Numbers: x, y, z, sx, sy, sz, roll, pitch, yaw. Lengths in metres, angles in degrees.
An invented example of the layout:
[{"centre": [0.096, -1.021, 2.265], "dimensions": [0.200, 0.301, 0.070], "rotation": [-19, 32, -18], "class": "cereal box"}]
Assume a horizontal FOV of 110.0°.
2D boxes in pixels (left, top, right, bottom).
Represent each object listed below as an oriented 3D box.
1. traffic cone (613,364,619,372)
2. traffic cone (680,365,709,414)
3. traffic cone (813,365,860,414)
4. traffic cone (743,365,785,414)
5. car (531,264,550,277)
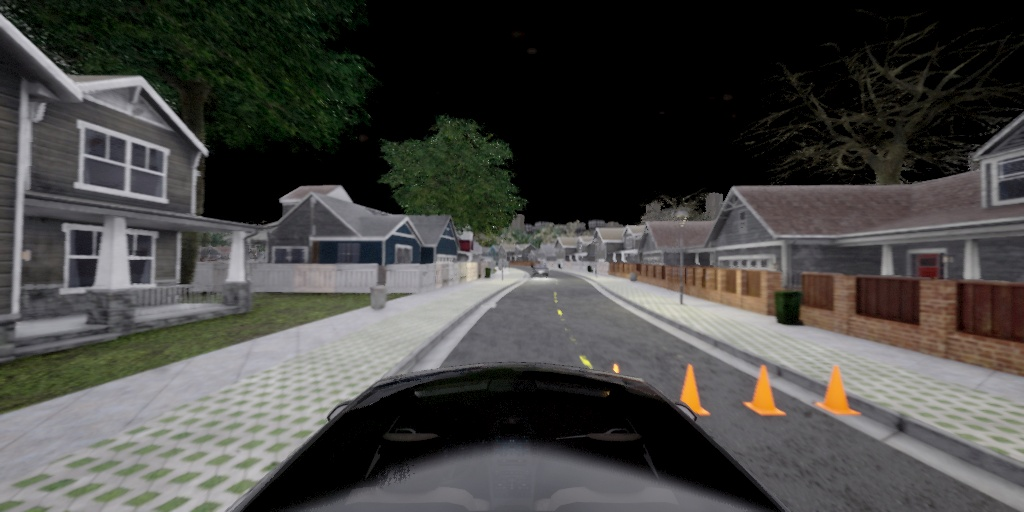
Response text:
[{"centre": [1.384, 1.746, 4.779], "dimensions": [0.340, 0.580, 0.340], "rotation": [0, 0, -1], "class": "traffic cone"}, {"centre": [2.384, 1.757, 4.804], "dimensions": [0.340, 0.580, 0.340], "rotation": [0, 0, -1], "class": "traffic cone"}, {"centre": [4.383, 1.779, 4.852], "dimensions": [0.340, 0.580, 0.340], "rotation": [0, 0, -1], "class": "traffic cone"}, {"centre": [3.384, 1.768, 4.827], "dimensions": [0.340, 0.580, 0.340], "rotation": [0, 0, -1], "class": "traffic cone"}, {"centre": [3.280, 1.628, 41.412], "dimensions": [2.128, 1.511, 4.902], "rotation": [1, -1, 3], "class": "car"}]
